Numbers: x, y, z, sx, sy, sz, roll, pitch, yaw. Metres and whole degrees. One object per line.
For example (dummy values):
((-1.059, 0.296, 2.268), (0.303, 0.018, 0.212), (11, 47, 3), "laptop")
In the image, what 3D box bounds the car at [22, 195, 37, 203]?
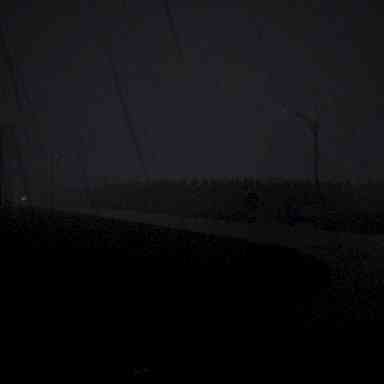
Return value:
((-40.902, 2.004, 84.372), (1.895, 1.301, 4.718), (0, 0, -36), "car")
